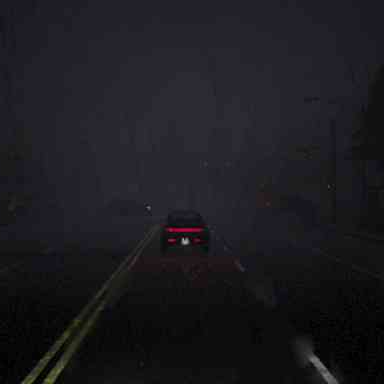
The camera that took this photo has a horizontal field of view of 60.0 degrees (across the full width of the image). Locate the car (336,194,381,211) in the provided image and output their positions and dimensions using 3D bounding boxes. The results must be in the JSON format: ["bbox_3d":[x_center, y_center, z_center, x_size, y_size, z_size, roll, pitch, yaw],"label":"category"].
[{"bbox_3d":[21.177,1.317,42.180,5.566,2.045,2.150,0,0,-2],"label":"car"}]

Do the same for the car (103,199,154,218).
[{"bbox_3d":[-5.784,1.446,30.653,4.553,1.767,2.097,0,0,-2],"label":"car"}]

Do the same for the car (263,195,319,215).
[{"bbox_3d":[10.217,1.298,34.652,5.566,2.045,2.150,0,0,-2],"label":"car"}]

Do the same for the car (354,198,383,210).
[{"bbox_3d":[21.959,1.684,38.703,4.718,1.301,1.895,0,0,-2],"label":"car"}]

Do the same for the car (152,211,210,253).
[{"bbox_3d":[-0.303,1.543,13.968,2.128,1.511,4.902,0,0,-2],"label":"car"}]

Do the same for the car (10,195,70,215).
[{"bbox_3d":[-15.442,1.296,33.861,5.566,2.045,2.150,0,0,-2],"label":"car"}]
